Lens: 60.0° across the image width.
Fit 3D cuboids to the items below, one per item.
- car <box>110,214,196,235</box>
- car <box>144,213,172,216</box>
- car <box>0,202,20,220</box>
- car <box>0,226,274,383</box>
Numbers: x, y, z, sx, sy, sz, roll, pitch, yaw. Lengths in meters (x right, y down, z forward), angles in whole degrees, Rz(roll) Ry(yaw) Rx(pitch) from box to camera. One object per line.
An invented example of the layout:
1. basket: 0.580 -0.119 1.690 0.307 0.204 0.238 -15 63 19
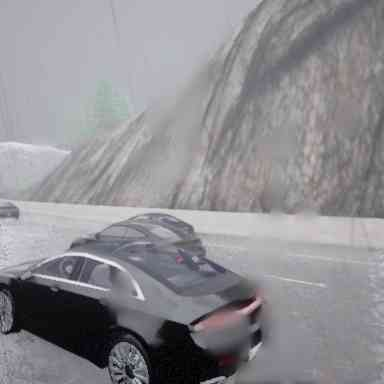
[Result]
1. car: -1.708 1.542 9.824 4.674 1.442 1.812 0 0 38
2. car: -1.840 1.588 14.418 4.181 1.385 1.994 0 0 39
3. car: -15.624 1.521 27.062 2.128 1.511 4.902 0 0 -45
4. car: -1.242 1.500 5.052 4.902 1.511 2.128 0 0 37
